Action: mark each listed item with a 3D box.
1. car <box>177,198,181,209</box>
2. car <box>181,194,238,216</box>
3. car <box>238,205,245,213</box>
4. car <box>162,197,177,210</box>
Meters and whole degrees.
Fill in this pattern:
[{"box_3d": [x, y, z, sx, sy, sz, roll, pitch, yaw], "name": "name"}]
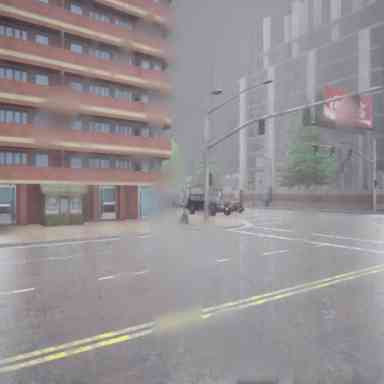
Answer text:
[{"box_3d": [-2.218, 1.492, 44.448, 2.128, 1.511, 4.902, 0, 0, -35], "name": "car"}, {"box_3d": [1.639, 1.222, 32.829, 2.150, 2.045, 5.566, 0, 0, -35], "name": "car"}, {"box_3d": [3.562, 1.601, 36.187, 1.895, 1.301, 4.718, 0, 0, -35], "name": "car"}, {"box_3d": [-4.259, 1.352, 41.259, 2.097, 1.767, 4.553, 0, 0, -35], "name": "car"}]
